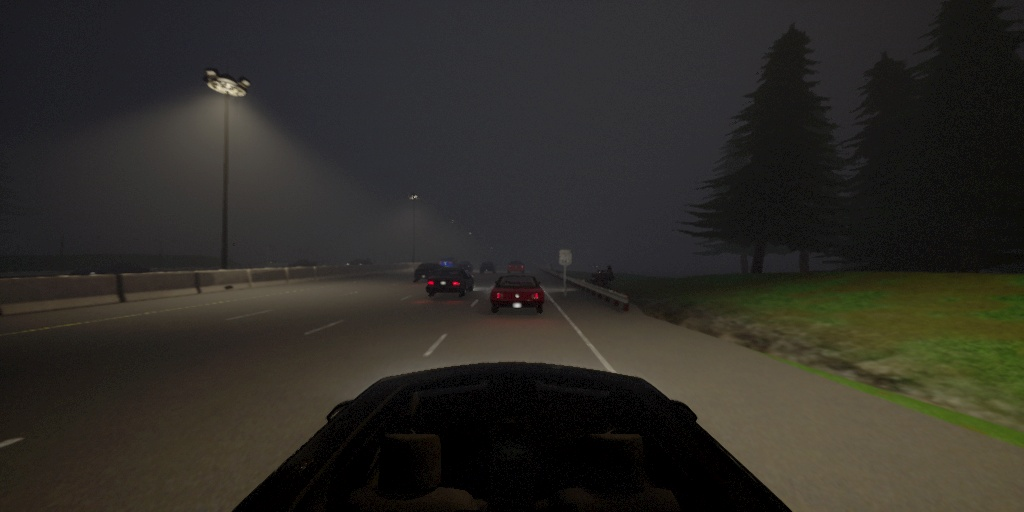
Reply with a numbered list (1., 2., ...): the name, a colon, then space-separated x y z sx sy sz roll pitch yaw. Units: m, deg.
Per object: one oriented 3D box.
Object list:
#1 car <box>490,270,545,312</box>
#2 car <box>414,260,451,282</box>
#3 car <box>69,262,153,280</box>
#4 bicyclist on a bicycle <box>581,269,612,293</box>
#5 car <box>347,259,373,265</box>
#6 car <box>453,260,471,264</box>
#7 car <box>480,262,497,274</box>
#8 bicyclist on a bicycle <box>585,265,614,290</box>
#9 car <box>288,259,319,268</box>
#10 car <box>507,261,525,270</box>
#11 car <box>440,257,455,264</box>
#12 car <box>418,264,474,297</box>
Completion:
1. car: 0.216 1.405 14.493 1.895 1.301 4.718 1 0 1
2. car: -6.596 1.331 29.283 1.837 1.490 4.892 1 -1 1
3. car: -27.827 1.135 25.069 1.994 1.385 4.181 1 0 1
4. bicyclist on a bicycle: 5.142 1.513 22.009 1.656 0.582 1.620 7 22 5
5. car: -20.477 1.145 48.356 2.097 1.767 4.553 1 0 1
6. car: -6.416 1.476 49.159 1.812 1.442 4.674 1 0 1
7. car: -2.996 1.469 45.276 1.837 1.490 4.892 1 0 1
8. bicyclist on a bicycle: 5.286 1.258 20.654 1.656 1.620 0.582 30 25 -7
9. car: -27.493 1.205 47.400 2.128 1.511 4.902 1 0 1
10. car: 0.510 1.356 45.603 2.097 1.767 4.553 1 0 1
11. car: -9.862 1.176 55.798 2.150 2.045 5.566 1 0 1
12. car: -3.220 1.349 19.439 2.033 1.411 5.357 1 0 1
